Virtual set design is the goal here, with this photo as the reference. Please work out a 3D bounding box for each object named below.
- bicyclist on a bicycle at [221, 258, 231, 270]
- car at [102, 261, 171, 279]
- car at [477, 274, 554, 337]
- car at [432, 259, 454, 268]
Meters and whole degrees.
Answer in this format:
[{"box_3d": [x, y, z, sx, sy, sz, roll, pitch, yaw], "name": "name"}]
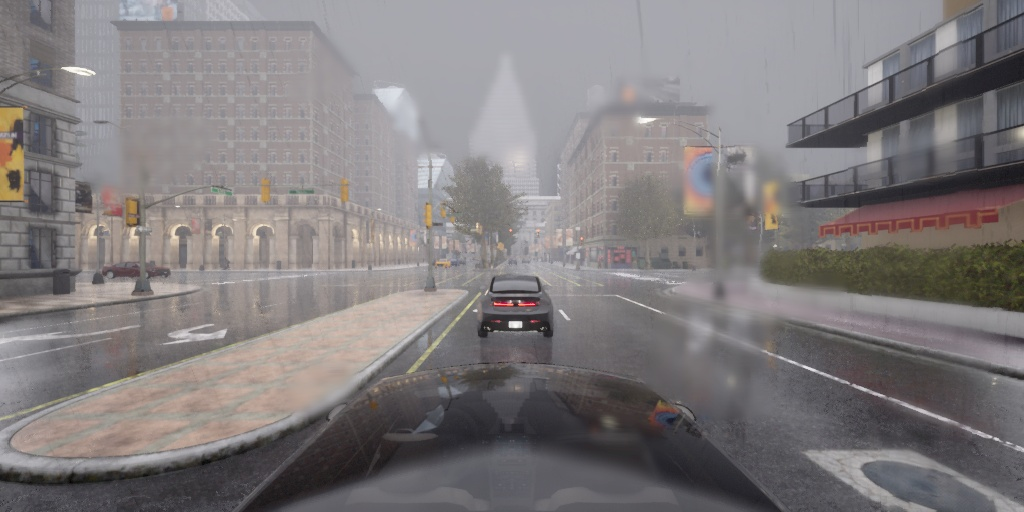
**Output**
[{"box_3d": [-37.195, 1.050, 46.688, 0.582, 1.620, 1.656, 0, 0, 0], "name": "bicyclist on a bicycle"}, {"box_3d": [-33.648, 1.227, 32.230, 5.008, 1.535, 1.882, 0, 0, 0], "name": "car"}, {"box_3d": [0.097, 1.255, 10.269, 1.837, 1.490, 4.892, 0, 0, 0], "name": "car"}, {"box_3d": [-11.440, 1.227, 59.601, 1.882, 1.535, 5.008, 0, 0, 0], "name": "car"}]
